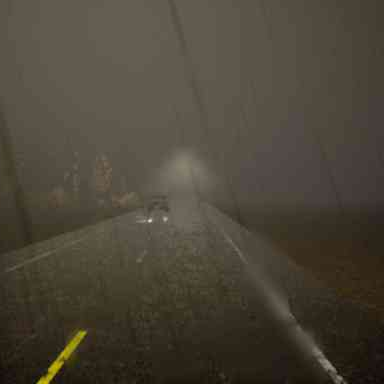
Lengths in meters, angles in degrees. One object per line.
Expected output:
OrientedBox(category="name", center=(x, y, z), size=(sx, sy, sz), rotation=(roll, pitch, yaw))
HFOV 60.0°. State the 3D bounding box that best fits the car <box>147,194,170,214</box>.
OrientedBox(category="car", center=(-3.583, 1.226, 36.566), size=(2.150, 2.045, 5.566), rotation=(0, 0, 0))
